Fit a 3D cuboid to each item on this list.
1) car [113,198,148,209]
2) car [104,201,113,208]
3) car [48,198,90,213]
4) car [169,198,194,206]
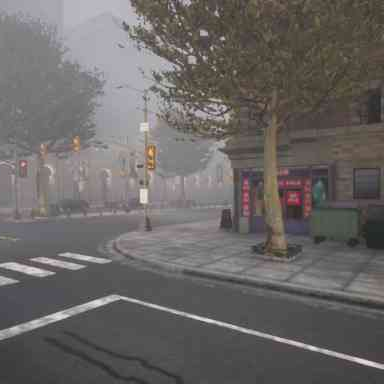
[{"bbox_3d":[-8.070,1.526,45.563,1.812,1.442,4.674,0,0,36],"label":"car"},{"bbox_3d":[-10.283,1.595,47.904,1.895,1.301,4.718,0,0,36],"label":"car"},{"bbox_3d":[-13.908,1.505,37.471,1.837,1.490,4.892,0,0,36],"label":"car"},{"bbox_3d":[-1.735,1.601,54.375,1.895,1.301,4.718,0,0,36],"label":"car"}]
